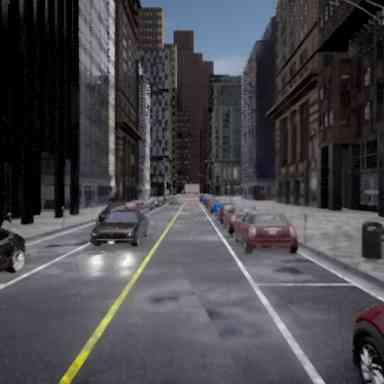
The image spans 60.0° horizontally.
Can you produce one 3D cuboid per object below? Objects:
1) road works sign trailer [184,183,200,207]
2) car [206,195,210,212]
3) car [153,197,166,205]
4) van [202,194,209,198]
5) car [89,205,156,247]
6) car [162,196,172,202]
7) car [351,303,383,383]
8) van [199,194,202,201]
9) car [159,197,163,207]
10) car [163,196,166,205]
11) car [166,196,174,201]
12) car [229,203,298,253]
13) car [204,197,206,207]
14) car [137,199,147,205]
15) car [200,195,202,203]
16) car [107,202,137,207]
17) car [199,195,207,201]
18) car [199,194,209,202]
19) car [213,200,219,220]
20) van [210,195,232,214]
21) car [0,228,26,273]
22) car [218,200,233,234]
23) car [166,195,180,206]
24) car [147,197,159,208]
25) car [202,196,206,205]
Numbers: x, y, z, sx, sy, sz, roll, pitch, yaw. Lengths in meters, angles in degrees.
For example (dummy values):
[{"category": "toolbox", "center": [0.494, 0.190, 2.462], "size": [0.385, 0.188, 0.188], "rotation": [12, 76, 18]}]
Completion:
[{"category": "road works sign trailer", "center": [0.000, 0.501, 50.441], "size": [2.380, 3.560, 2.880], "rotation": [0, 0, 0]}, {"category": "car", "center": [2.849, 1.466, 36.250], "size": [1.967, 1.590, 4.097], "rotation": [0, 0, 0]}, {"category": "car", "center": [-5.677, 1.627, 58.841], "size": [1.802, 1.307, 4.206], "rotation": [0, 0, 0]}, {"category": "van", "center": [2.847, 1.381, 53.196], "size": [1.690, 1.788, 3.998], "rotation": [0, 0, 0]}, {"category": "car", "center": [-3.101, 1.558, 15.424], "size": [2.033, 1.411, 5.357], "rotation": [0, 0, 0]}, {"category": "car", "center": [-5.678, 1.602, 75.788], "size": [1.887, 1.381, 4.507], "rotation": [0, 0, 0]}, {"category": "car", "center": [2.851, 1.442, 2.359], "size": [1.967, 1.590, 4.097], "rotation": [0, 0, 0]}, {"category": "van", "center": [2.846, 1.391, 64.493], "size": [1.690, 1.788, 3.998], "rotation": [0, 0, 0]}, {"category": "car", "center": [-5.677, 1.475, 47.544], "size": [1.967, 1.590, 4.097], "rotation": [0, 0, 0]}, {"category": "car", "center": [-5.677, 1.590, 53.192], "size": [2.008, 1.369, 4.403], "rotation": [0, 0, 0]}, {"category": "car", "center": [-5.678, 1.643, 87.086], "size": [1.802, 1.307, 4.206], "rotation": [0, 0, 0]}, {"category": "car", "center": [2.850, 1.449, 13.656], "size": [1.967, 1.590, 4.097], "rotation": [0, 0, 0]}, {"category": "car", "center": [2.849, 1.575, 41.899], "size": [1.887, 1.381, 4.507], "rotation": [0, 0, 0]}, {"category": "car", "center": [-5.675, 1.566, 30.597], "size": [1.887, 1.381, 4.507], "rotation": [0, 0, 0]}, {"category": "car", "center": [2.848, 1.590, 58.845], "size": [1.887, 1.381, 4.507], "rotation": [0, 0, 0]}, {"category": "car", "center": [-5.674, 1.583, 24.948], "size": [1.947, 1.339, 4.313], "rotation": [0, 0, 0]}, {"category": "car", "center": [2.846, 1.501, 87.088], "size": [1.967, 1.590, 4.097], "rotation": [0, 0, 0]}, {"category": "car", "center": [2.846, 1.375, 81.439], "size": [2.192, 1.841, 5.009], "rotation": [0, 0, 0]}, {"category": "car", "center": [2.851, 1.562, 24.953], "size": [1.887, 1.381, 4.507], "rotation": [0, 0, 0]}, {"category": "van", "center": [2.849, 1.363, 30.602], "size": [1.690, 1.788, 3.998], "rotation": [0, 0, 0]}, {"category": "car", "center": [-5.674, 1.571, 8.002], "size": [1.947, 1.339, 4.313], "rotation": [0, 0, 0]}, {"category": "car", "center": [2.850, 1.453, 19.304], "size": [1.967, 1.590, 4.097], "rotation": [0, 0, 0]}, {"category": "car", "center": [-3.060, 1.643, 56.400], "size": [1.895, 1.301, 4.718], "rotation": [0, 0, 1]}, {"category": "car", "center": [-5.676, 1.581, 41.894], "size": [2.008, 1.369, 4.403], "rotation": [0, 0, 0]}, {"category": "car", "center": [2.849, 1.601, 47.548], "size": [1.947, 1.339, 4.313], "rotation": [0, 0, 0]}]
